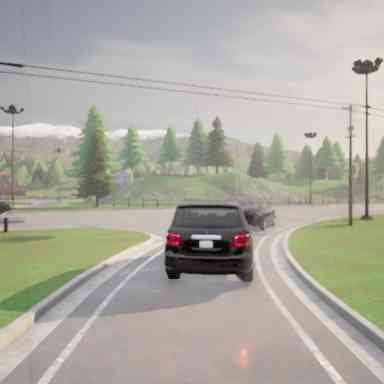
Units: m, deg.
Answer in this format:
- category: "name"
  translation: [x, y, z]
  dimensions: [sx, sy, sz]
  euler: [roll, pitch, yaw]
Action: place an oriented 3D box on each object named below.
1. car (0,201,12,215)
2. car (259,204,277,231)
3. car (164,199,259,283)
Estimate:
- category: "car"
  translation: [-20.274, 1.208, 31.678]
  dimensions: [5.566, 2.045, 2.150]
  euler: [0, 0, -25]
- category: "car"
  translation: [3.989, 1.495, 20.816]
  dimensions: [1.837, 1.490, 4.892]
  euler: [0, 0, 25]
- category: "car"
  translation: [0.648, 1.219, 9.920]
  dimensions: [2.150, 2.045, 5.566]
  euler: [0, 0, 7]
